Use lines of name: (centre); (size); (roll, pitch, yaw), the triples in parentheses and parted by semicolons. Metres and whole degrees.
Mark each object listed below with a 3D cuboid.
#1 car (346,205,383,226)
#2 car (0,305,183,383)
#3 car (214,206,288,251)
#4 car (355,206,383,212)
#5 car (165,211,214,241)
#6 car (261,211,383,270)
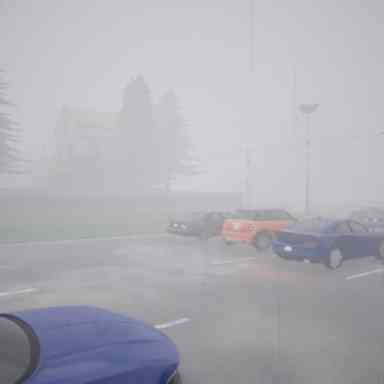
car: (14.713, 1.875, 27.195); (4.674, 1.442, 1.812); (1, 0, -36)
car: (-2.354, 1.467, 2.091); (5.008, 1.535, 1.882); (1, 0, -35)
car: (3.551, 1.497, 14.910); (4.553, 1.767, 2.097); (1, -1, -35)
car: (13.298, 1.844, 21.875); (5.357, 1.411, 2.033); (1, -1, -36)
car: (1.234, 1.688, 17.552); (5.357, 1.411, 2.033); (1, -1, -36)
car: (4.952, 1.612, 11.607); (5.008, 1.535, 1.882); (1, 0, -35)
